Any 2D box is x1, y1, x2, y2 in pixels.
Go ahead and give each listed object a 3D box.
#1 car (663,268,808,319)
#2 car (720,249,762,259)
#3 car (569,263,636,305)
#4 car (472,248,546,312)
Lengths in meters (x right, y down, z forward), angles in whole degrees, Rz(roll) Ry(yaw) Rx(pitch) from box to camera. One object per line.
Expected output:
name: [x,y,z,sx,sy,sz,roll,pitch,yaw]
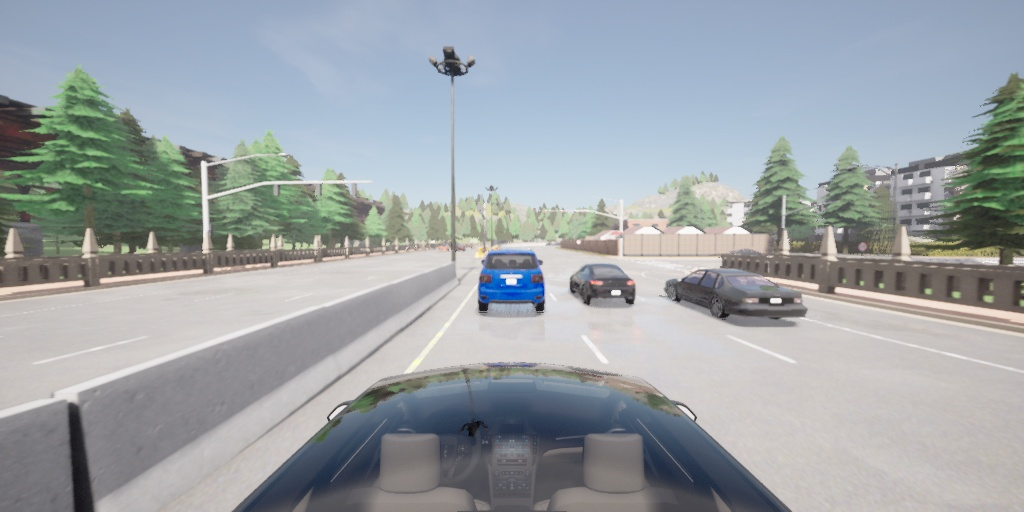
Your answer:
car: [7.005,1.122,12.006,2.033,1.411,5.357,0,2,0]
car: [26.674,-0.136,41.799,4.181,1.385,1.994,0,2,2]
car: [3.514,1.000,14.426,1.812,1.442,4.674,0,2,0]
car: [0.004,0.744,13.255,2.150,2.045,5.566,0,2,1]
